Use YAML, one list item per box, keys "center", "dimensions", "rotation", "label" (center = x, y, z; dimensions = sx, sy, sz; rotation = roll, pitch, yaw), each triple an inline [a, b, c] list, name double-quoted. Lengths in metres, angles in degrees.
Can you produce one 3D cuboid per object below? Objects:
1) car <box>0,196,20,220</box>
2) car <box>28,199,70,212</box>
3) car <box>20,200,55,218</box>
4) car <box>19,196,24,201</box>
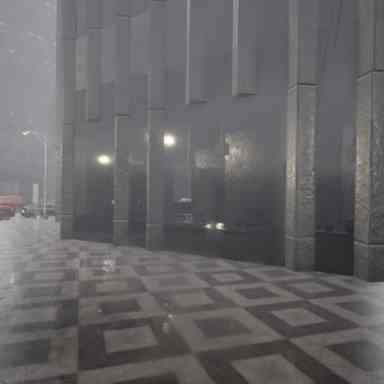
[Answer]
- center: [-17.051, 1.462, 26.664]
  dimensions: [2.192, 1.841, 5.009]
  rotation: [1, 0, 35]
  label: "car"
- center: [-17.459, 1.633, 40.810]
  dimensions: [1.947, 1.339, 4.313]
  rotation: [1, 0, 35]
  label: "car"
- center: [-13.785, 1.742, 31.265]
  dimensions: [1.947, 1.339, 4.313]
  rotation: [1, 0, 35]
  label: "car"
- center: [-20.725, 1.353, 36.210]
  dimensions: [2.192, 1.841, 5.009]
  rotation: [1, 0, 35]
  label: "car"
